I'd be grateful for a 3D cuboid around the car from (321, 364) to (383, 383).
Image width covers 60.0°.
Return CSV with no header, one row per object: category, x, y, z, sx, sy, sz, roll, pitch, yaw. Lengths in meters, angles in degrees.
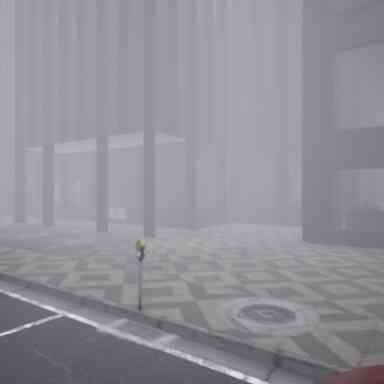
car,2.613,1.545,1.098,4.507,1.381,1.887,0,0,36
